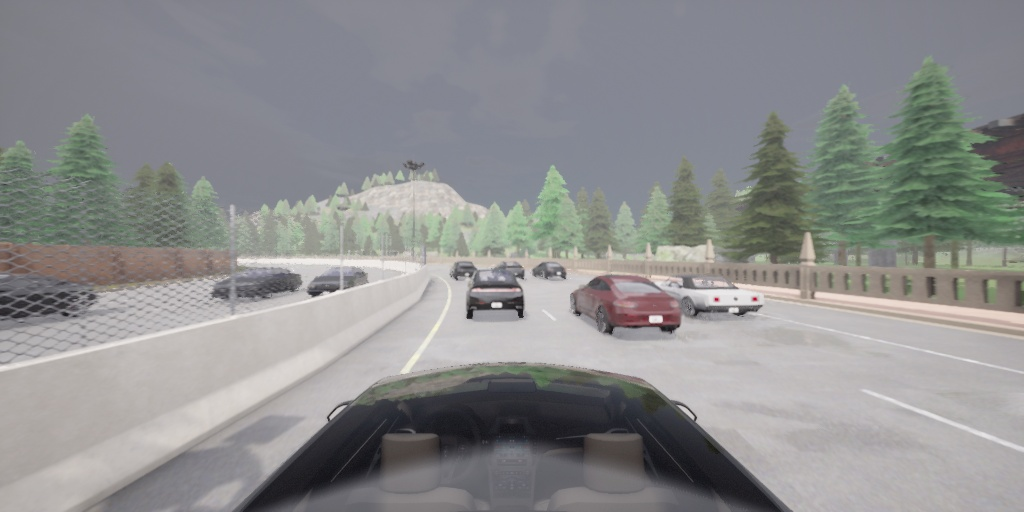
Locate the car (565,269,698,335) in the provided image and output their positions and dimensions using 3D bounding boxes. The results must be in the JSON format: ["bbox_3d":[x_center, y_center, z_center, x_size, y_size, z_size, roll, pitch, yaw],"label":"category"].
[{"bbox_3d":[3.047,1.249,10.379,1.812,1.442,4.674,0,0,-5],"label":"car"}]

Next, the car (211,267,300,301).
[{"bbox_3d":[-12.096,1.256,17.567,2.033,1.411,5.357,0,0,-10],"label":"car"}]

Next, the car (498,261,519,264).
[{"bbox_3d":[-0.345,1.160,29.611,2.128,1.511,4.902,0,0,-15],"label":"car"}]

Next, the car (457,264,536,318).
[{"bbox_3d":[-0.676,1.209,12.829,2.128,1.511,4.902,0,0,-6],"label":"car"}]

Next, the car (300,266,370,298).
[{"bbox_3d":[-8.730,1.252,18.605,2.033,1.411,5.357,0,0,-10],"label":"car"}]

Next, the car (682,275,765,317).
[{"bbox_3d":[6.383,1.316,12.872,1.895,1.301,4.718,0,0,-6],"label":"car"}]

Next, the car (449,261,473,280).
[{"bbox_3d":[-4.140,1.173,30.149,1.837,1.490,4.892,0,0,-16],"label":"car"}]

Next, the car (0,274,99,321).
[{"bbox_3d":[-14.594,1.257,10.060,1.812,1.442,4.674,0,0,-6],"label":"car"}]

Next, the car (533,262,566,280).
[{"bbox_3d":[3.086,1.191,30.299,1.812,1.442,4.674,0,0,-15],"label":"car"}]
